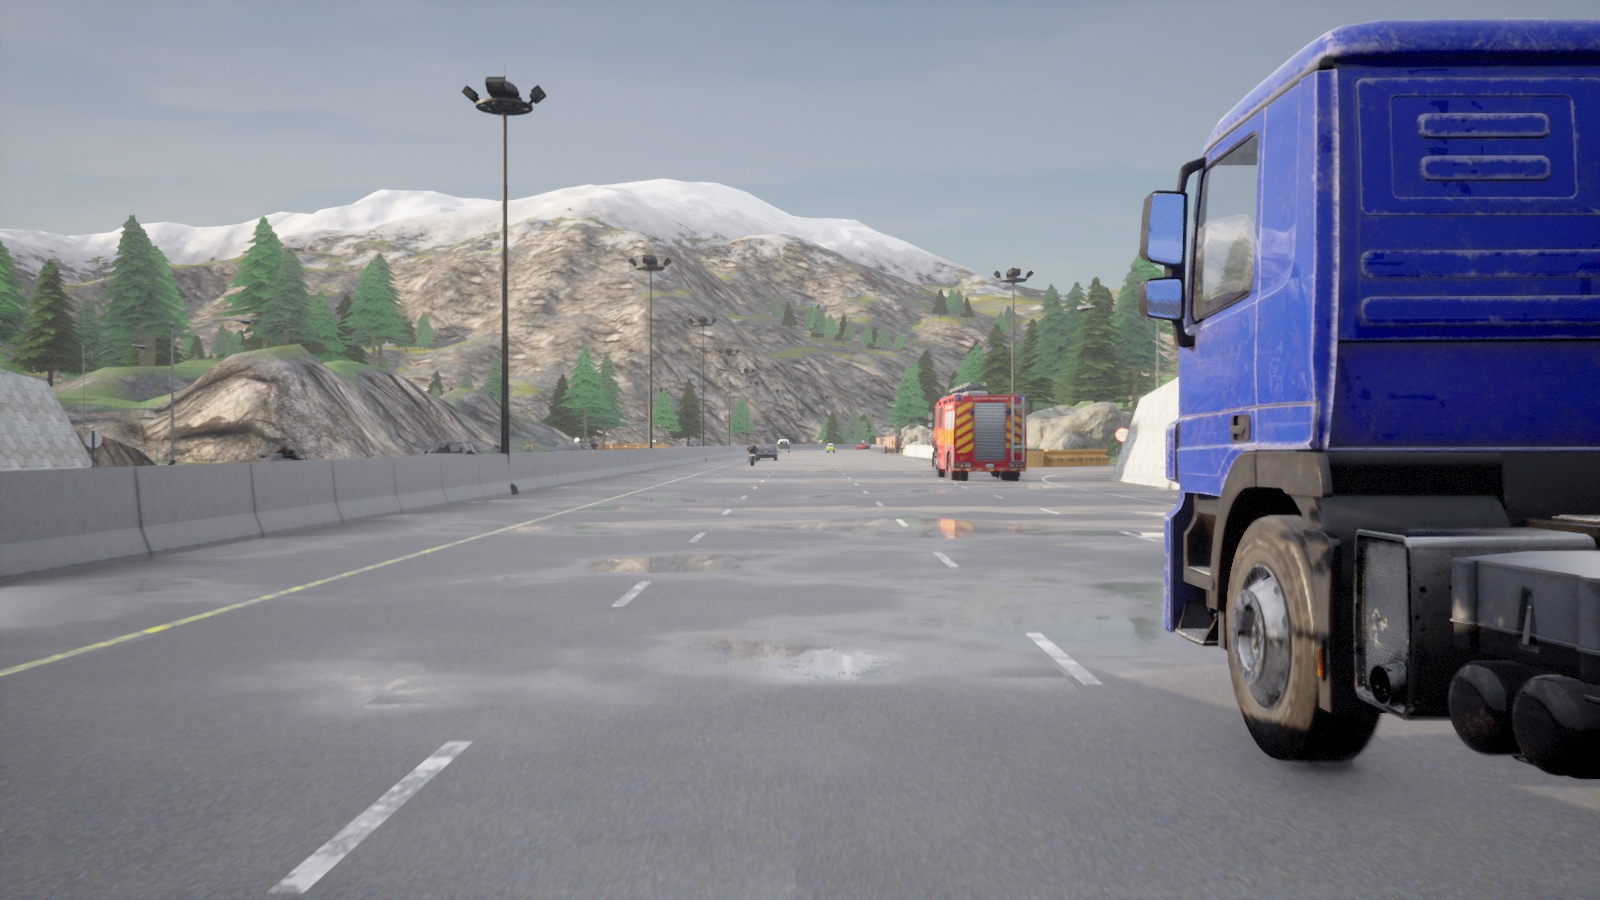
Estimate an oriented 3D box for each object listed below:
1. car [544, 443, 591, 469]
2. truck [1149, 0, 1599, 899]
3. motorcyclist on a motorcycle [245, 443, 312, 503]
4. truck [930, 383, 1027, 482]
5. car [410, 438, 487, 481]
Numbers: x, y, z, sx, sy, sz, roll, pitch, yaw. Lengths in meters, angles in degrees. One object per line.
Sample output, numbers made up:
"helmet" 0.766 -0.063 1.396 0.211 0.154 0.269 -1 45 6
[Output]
"car" -13.567 0.327 73.550 1.837 1.490 4.892 0 0 0
"truck" 3.537 -0.253 3.608 2.891 3.462 7.936 0 0 0
"motorcyclist on a motorcycle" -13.796 0.583 33.294 0.866 1.530 2.191 0 0 0
"truck" 7.316 -0.709 52.665 2.891 3.827 8.468 0 0 0
"car" -13.705 0.357 49.182 1.851 1.617 3.988 0 0 0
